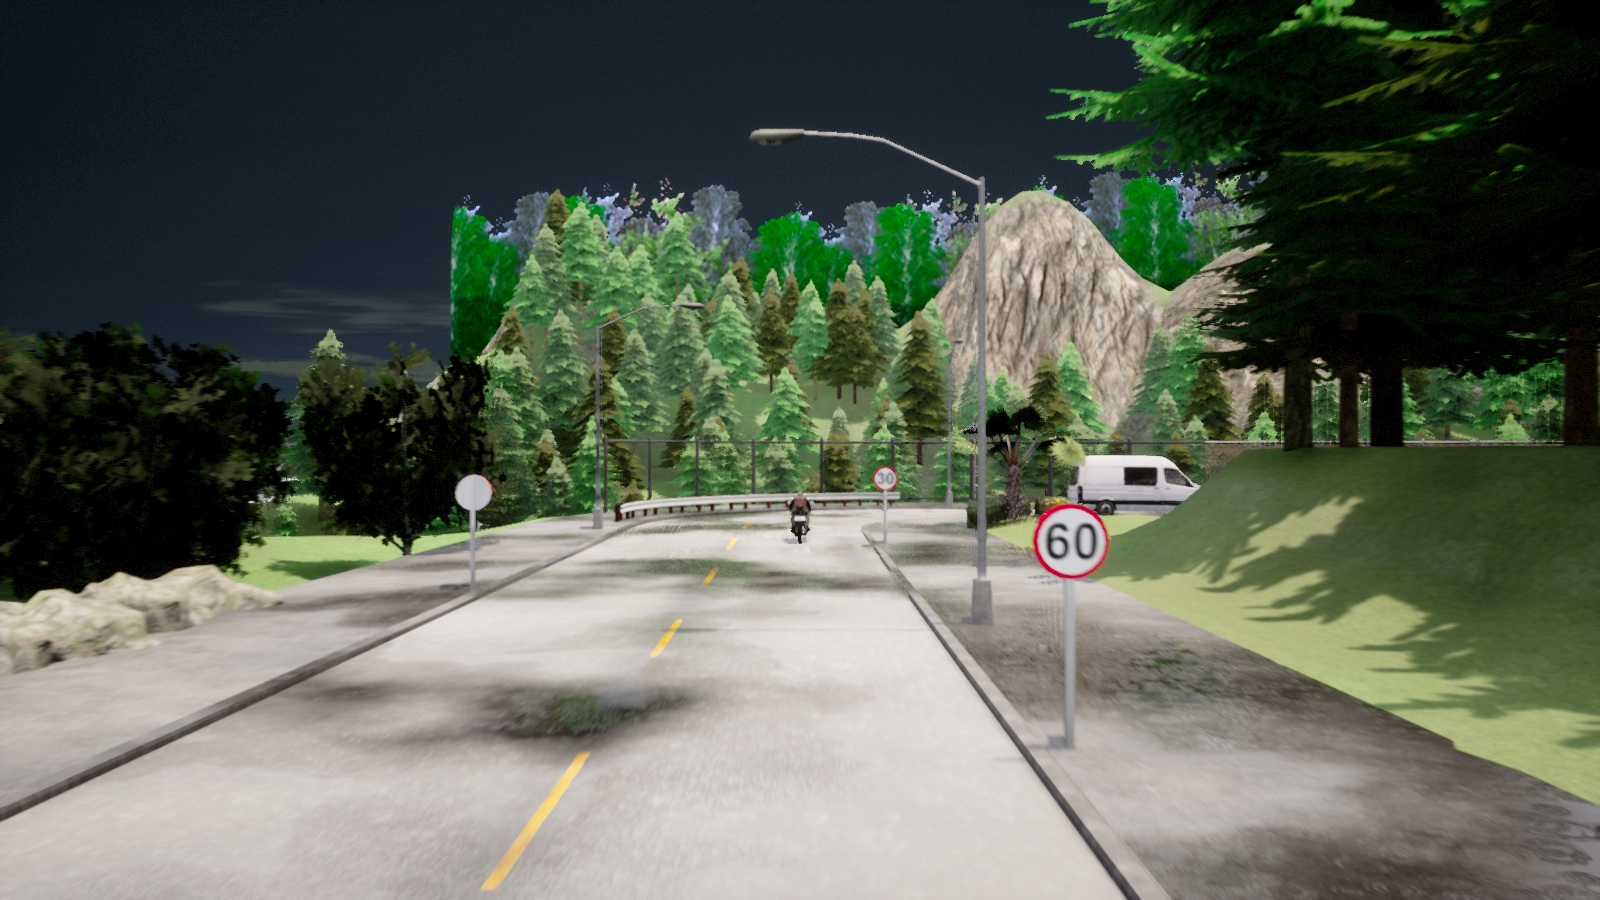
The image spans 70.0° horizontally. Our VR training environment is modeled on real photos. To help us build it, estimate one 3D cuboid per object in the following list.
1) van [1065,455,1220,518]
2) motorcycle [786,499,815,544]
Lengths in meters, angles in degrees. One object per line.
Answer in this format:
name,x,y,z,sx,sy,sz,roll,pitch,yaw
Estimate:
van,14.329,1.513,47.971,5.915,2.561,1.988,0,0,0
motorcycle,0.013,2.189,35.295,0.867,1.251,2.209,0,0,1
